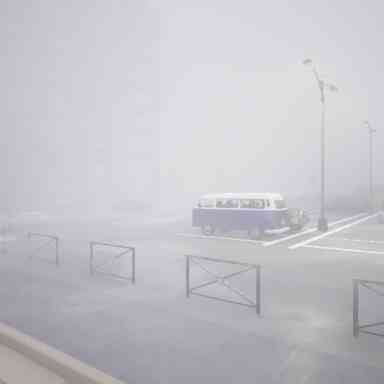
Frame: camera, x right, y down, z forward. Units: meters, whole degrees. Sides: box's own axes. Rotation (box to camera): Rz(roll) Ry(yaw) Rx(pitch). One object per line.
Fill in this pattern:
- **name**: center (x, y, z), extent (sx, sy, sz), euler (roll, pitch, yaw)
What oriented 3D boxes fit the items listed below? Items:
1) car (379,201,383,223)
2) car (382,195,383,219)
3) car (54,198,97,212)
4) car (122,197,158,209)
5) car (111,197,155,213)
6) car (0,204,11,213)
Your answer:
- **car**: center (14.023, 1.395, 20.929), extent (3.806, 1.475, 1.970), euler (0, 0, 36)
- **car**: center (17.273, 1.153, 25.464), extent (4.605, 1.855, 1.932), euler (0, 0, 36)
- **car**: center (-13.342, 1.422, 38.352), extent (1.882, 1.535, 5.008), euler (0, 0, 36)
- **car**: center (-7.266, 1.436, 46.784), extent (2.128, 1.511, 4.902), euler (0, 0, 36)
- **car**: center (-6.420, 1.449, 35.649), extent (1.837, 1.490, 4.892), euler (0, 0, 36)
- **car**: center (-19.401, 1.492, 29.937), extent (2.033, 1.411, 5.357), euler (0, 0, 36)
